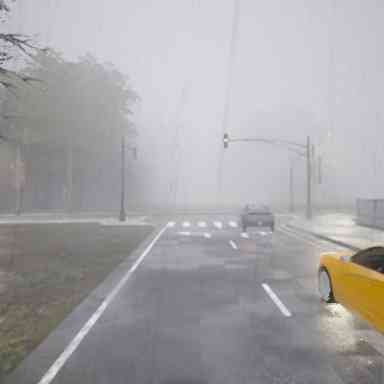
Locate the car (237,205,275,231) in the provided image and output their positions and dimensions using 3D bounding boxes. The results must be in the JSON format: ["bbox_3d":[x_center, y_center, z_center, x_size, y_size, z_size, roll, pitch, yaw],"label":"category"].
[{"bbox_3d":[3.871,1.512,20.501,2.128,1.511,4.902,0,0,4],"label":"car"}]

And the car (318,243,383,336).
[{"bbox_3d":[3.606,1.484,5.123,1.882,1.535,5.008,0,0,0],"label":"car"}]
